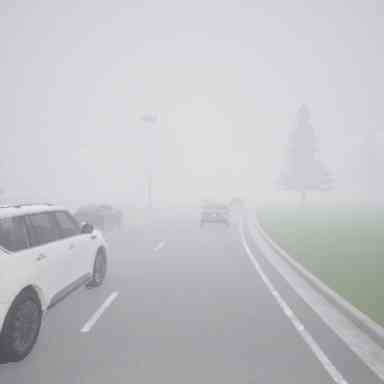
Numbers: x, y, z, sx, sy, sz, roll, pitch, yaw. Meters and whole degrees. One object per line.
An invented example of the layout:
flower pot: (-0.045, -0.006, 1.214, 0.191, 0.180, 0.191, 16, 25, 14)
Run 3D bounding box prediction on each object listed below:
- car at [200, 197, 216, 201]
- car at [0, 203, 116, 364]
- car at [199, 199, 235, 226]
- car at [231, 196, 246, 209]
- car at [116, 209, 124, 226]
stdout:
car: (2.263, 1.330, 42.939, 1.882, 1.535, 5.008, 0, 0, 14)
car: (-3.236, 1.218, 6.010, 2.150, 2.045, 5.566, 0, 0, 1)
car: (1.666, 1.467, 22.510, 2.033, 1.411, 5.357, 0, 0, 8)
car: (5.909, 1.337, 43.057, 1.837, 1.490, 4.892, 0, 0, 14)
car: (-5.647, 1.468, 20.389, 1.837, 1.490, 4.892, 0, 0, 7)
